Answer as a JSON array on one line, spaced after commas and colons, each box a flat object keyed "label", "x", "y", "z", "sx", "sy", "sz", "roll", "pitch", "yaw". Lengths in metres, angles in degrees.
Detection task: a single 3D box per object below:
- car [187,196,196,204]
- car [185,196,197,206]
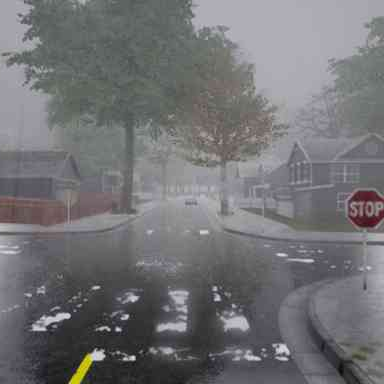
[{"label": "car", "x": -0.141, "y": 1.518, "z": 66.277, "sx": 1.812, "sy": 1.442, "sz": 4.674, "roll": 0, "pitch": 0, "yaw": 0}, {"label": "car", "x": -0.120, "y": 1.559, "z": 56.271, "sx": 1.994, "sy": 1.385, "sz": 4.181, "roll": 0, "pitch": 0, "yaw": 0}]
